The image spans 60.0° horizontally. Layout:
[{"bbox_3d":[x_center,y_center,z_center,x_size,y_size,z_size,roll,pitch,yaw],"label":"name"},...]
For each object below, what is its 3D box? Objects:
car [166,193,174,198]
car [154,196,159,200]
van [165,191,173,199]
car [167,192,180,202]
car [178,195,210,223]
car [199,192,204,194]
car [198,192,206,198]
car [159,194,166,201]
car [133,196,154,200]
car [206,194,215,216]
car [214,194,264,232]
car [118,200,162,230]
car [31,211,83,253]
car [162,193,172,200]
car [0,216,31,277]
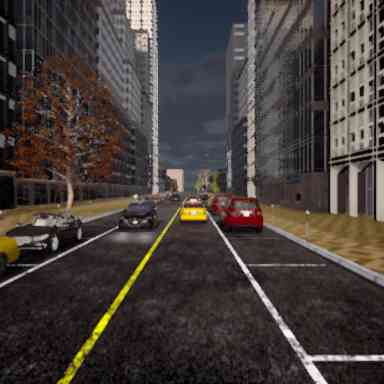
[{"bbox_3d":[-5.650,0.970,87.201,1.802,1.307,4.206,0,0,0],"label":"car"},{"bbox_3d":[-5.670,1.289,41.664,1.947,1.339,4.313,0,0,0],"label":"car"},{"bbox_3d":[-5.652,0.772,81.507,1.690,1.788,3.998,0,0,0],"label":"van"},{"bbox_3d":[-3.015,1.059,61.218,1.882,1.535,5.008,0,0,1],"label":"car"},{"bbox_3d":[0.110,1.302,24.059,1.801,1.575,5.366,0,1,0],"label":"car"},{"bbox_3d":[2.723,1.082,70.108,1.947,1.339,4.313,0,0,0],"label":"car"},{"bbox_3d":[2.734,0.784,92.873,1.967,1.590,4.097,0,0,0],"label":"car"},{"bbox_3d":[-5.664,1.223,53.047,1.802,1.307,4.206,0,0,0],"label":"car"},{"bbox_3d":[-5.672,1.313,35.971,2.008,1.369,4.403,0,0,0],"label":"car"},{"bbox_3d":[2.708,1.116,30.263,2.192,1.841,5.009,0,0,0],"label":"car"},{"bbox_3d":[2.703,1.192,18.878,2.192,1.841,5.009,0,0,0],"label":"car"},{"bbox_3d":[-3.091,1.434,19.986,1.994,1.385,4.181,0,0,0],"label":"car"},{"bbox_3d":[-5.682,1.465,13.203,2.008,1.369,4.403,0,0,0],"label":"car"},{"bbox_3d":[-5.655,1.019,75.816,1.887,1.381,4.507,0,0,0],"label":"car"},{"bbox_3d":[-5.684,1.478,7.339,1.752,1.417,4.829,0,0,0],"label":"car"}]
